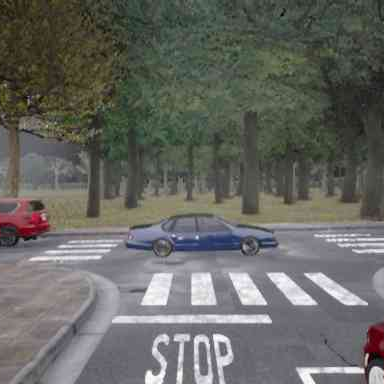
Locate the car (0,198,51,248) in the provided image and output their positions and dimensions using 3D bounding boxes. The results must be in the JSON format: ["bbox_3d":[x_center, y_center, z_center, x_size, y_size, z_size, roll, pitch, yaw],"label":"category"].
[{"bbox_3d":[-9.360,1.349,15.078,5.566,2.045,2.150,-1,1,0],"label":"car"}]

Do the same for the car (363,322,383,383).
[{"bbox_3d":[2.625,1.540,1.695,1.887,1.381,4.507,-1,0,0],"label":"car"}]

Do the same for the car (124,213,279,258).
[{"bbox_3d":[0.309,1.497,12.138,5.357,1.411,2.033,-1,1,0],"label":"car"}]
